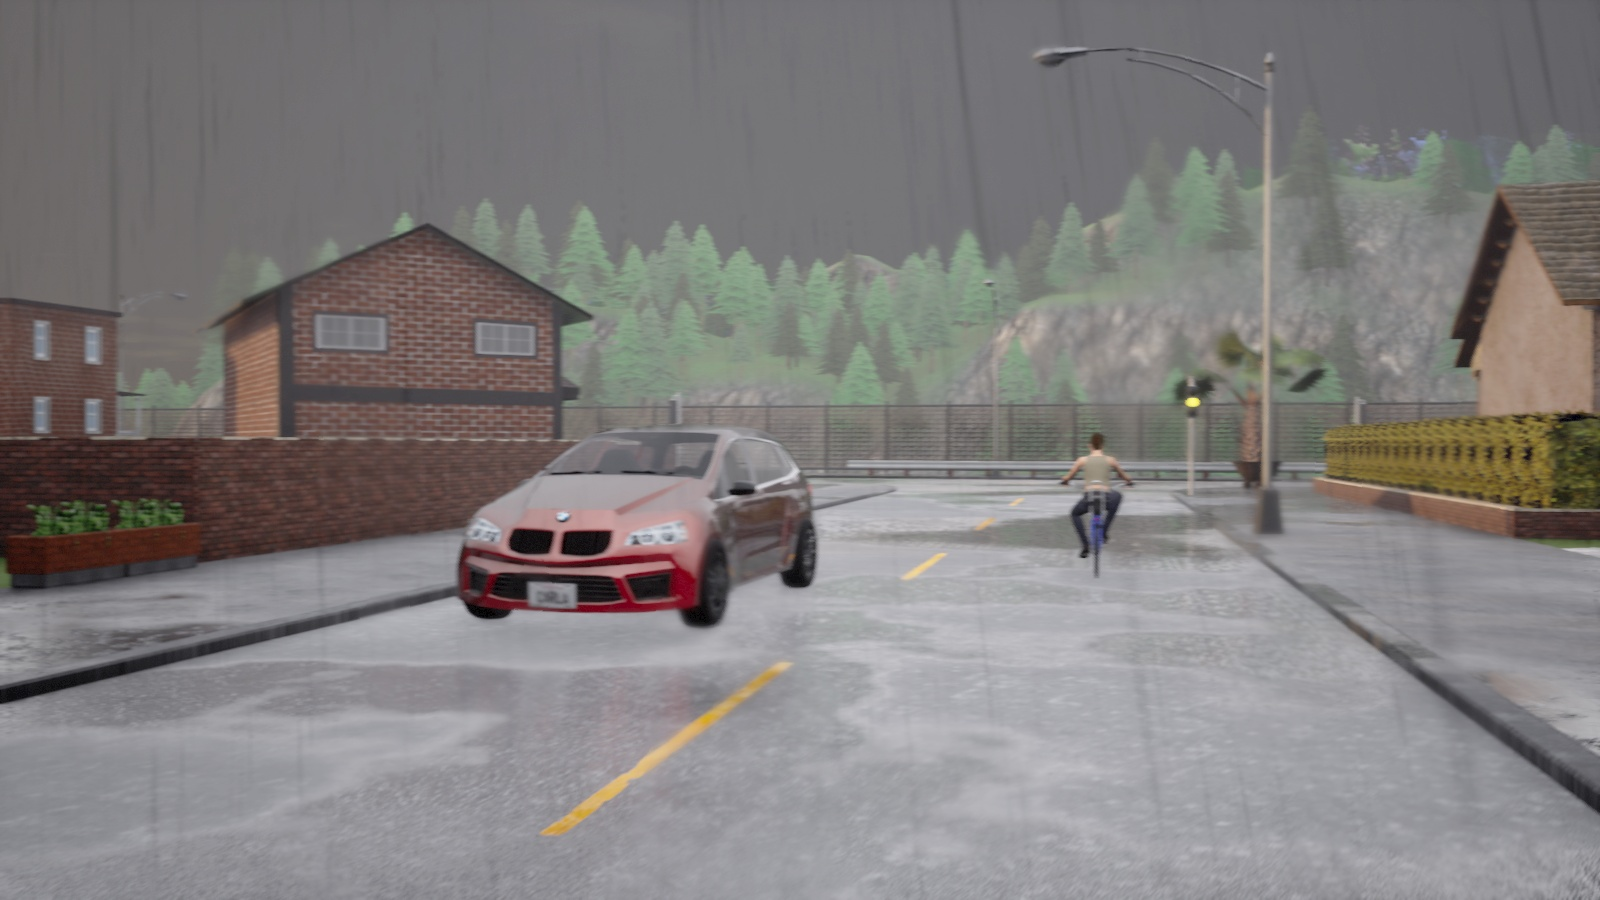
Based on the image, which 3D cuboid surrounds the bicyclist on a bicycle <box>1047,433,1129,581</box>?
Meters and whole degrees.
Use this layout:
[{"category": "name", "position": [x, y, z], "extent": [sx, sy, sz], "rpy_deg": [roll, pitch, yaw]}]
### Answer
[{"category": "bicyclist on a bicycle", "position": [3.313, 0.612, 14.477], "extent": [0.866, 1.612, 1.509], "rpy_deg": [0, 0, 13]}]

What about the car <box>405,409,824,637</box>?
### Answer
[{"category": "car", "position": [-1.403, 0.518, 11.711], "extent": [2.242, 1.667, 4.611], "rpy_deg": [0, 0, 14]}]
